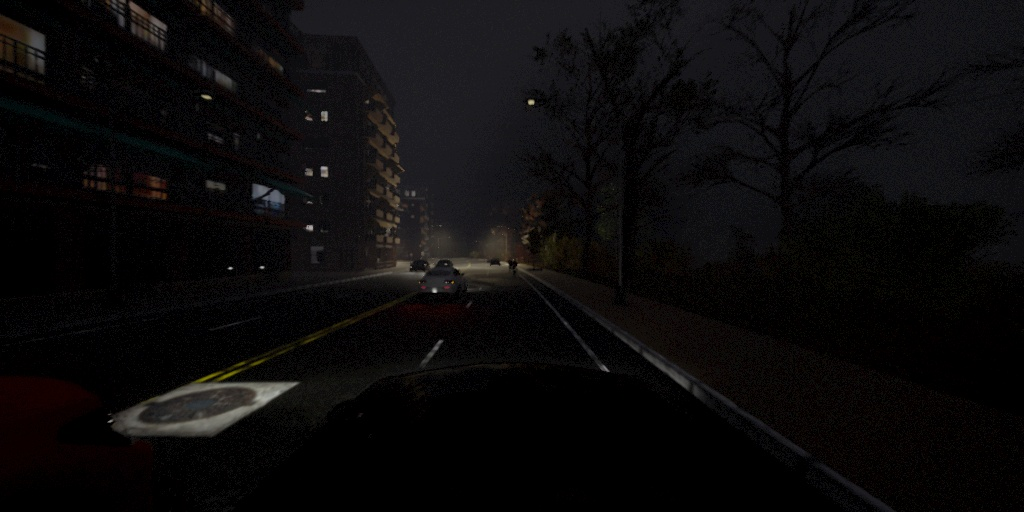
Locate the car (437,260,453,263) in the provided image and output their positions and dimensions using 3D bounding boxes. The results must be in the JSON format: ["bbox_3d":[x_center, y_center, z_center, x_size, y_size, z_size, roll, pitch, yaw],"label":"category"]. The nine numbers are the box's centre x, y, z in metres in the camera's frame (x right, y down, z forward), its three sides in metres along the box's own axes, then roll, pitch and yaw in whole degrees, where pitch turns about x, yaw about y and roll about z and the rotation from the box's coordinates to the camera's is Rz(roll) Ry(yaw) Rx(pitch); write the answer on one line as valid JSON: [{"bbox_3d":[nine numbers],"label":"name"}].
[{"bbox_3d":[-7.707,1.182,41.014,1.837,1.490,4.892,0,1,-3],"label":"car"}]

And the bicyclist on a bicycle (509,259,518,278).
[{"bbox_3d":[0.241,1.132,31.909,0.582,1.620,1.656,0,0,-3],"label":"bicyclist on a bicycle"}]

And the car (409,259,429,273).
[{"bbox_3d":[-11.094,1.187,43.374,1.837,1.490,4.892,0,1,-3],"label":"car"}]

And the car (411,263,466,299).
[{"bbox_3d":[-3.346,1.249,17.622,1.812,1.442,4.674,0,0,-1],"label":"car"}]
